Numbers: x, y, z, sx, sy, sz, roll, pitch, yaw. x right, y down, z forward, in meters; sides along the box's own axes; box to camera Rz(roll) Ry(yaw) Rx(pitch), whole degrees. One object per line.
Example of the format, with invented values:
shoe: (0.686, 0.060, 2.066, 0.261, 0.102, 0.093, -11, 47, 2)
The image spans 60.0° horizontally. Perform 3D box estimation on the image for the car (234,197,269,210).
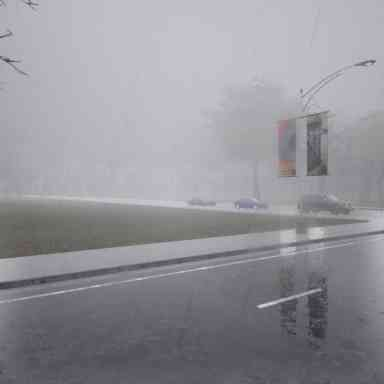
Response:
car: (7.510, 1.444, 42.239, 1.882, 1.535, 5.008, 0, 0, -36)

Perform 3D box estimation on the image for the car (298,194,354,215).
car: (13.524, 1.224, 34.007, 2.150, 2.045, 5.566, 0, 0, -36)

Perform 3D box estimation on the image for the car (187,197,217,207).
car: (1.424, 1.483, 50.583, 2.033, 1.411, 5.357, 0, 0, -36)
